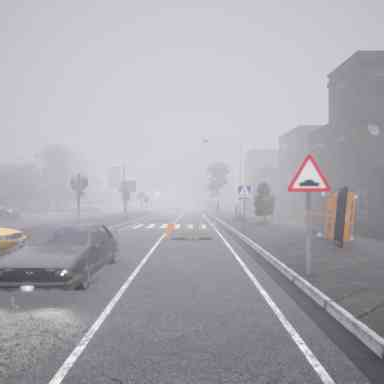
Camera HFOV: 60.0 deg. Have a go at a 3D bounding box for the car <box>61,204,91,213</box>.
[{"bbox_3d":[-21.815,3.103,61.806,4.674,1.452,2.002,0,-2,0],"label":"car"}]

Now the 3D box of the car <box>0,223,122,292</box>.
[{"bbox_3d":[-3.347,1.609,9.429,2.033,1.411,5.357,0,-1,0],"label":"car"}]

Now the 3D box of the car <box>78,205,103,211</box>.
[{"bbox_3d":[-21.776,3.426,71.499,4.674,1.452,2.002,0,-2,0],"label":"car"}]

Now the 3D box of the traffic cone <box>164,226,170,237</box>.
[{"bbox_3d":[-1.371,2.171,18.194,0.340,0.580,0.340,0,-1,0],"label":"traffic cone"}]

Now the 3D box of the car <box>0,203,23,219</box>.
[{"bbox_3d":[-21.950,2.128,37.489,4.553,1.767,2.185,0,-2,0],"label":"car"}]

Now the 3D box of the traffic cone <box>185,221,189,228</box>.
[{"bbox_3d":[-0.365,2.328,24.193,0.340,0.580,0.340,0,-2,0],"label":"traffic cone"}]

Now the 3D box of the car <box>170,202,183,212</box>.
[{"bbox_3d":[-3.077,3.432,71.669,2.128,1.511,4.902,0,-2,0],"label":"car"}]

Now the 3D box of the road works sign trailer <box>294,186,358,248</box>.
[{"bbox_3d":[6.010,1.014,14.499,2.880,2.380,3.560,6,-1,13],"label":"road works sign trailer"}]

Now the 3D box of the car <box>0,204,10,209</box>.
[{"bbox_3d":[-21.890,2.190,34.315,4.674,1.452,2.002,0,-2,0],"label":"car"}]

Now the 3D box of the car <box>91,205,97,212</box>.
[{"bbox_3d":[-21.799,3.173,65.082,4.892,1.521,2.231,0,-2,0],"label":"car"}]

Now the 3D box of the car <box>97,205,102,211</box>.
[{"bbox_3d":[-21.797,3.281,68.353,5.008,1.535,2.097,0,-2,0],"label":"car"}]

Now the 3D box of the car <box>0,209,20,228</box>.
[{"bbox_3d":[-9.369,1.587,12.939,5.366,1.575,1.946,0,-1,0],"label":"car"}]
